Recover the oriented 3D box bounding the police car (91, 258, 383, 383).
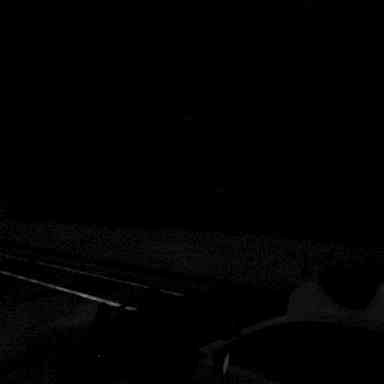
[{"bbox_3d":[1.201,1.425,2.705,5.238,1.638,1.930,0,0,35],"label":"police car"}]
